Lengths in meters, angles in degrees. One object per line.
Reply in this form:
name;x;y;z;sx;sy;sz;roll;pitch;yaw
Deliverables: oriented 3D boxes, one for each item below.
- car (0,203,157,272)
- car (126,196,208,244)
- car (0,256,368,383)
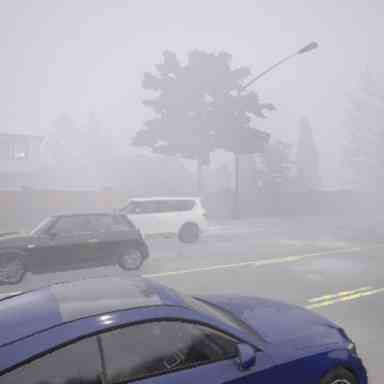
car;-3.592;1.351;9.465;4.553;1.767;2.097;0;0;-29
car;-1.938;1.221;14.370;5.566;2.045;2.150;0;0;-29
car;-0.527;1.525;2.932;4.674;1.442;1.812;0;0;-29
